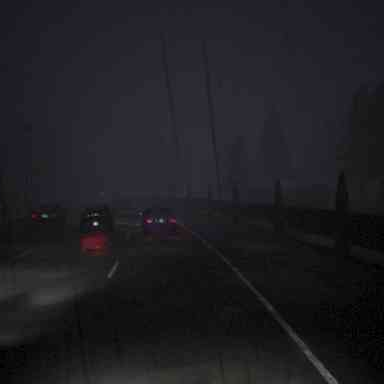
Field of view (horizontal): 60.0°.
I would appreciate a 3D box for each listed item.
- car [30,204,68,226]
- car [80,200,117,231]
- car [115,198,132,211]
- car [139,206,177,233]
[{"bbox_3d":[-10.006,1.568,23.562,2.033,1.411,5.357,0,0,-14],"label":"car"},{"bbox_3d":[-5.903,1.515,21.039,1.837,1.490,4.892,0,0,-12],"label":"car"},{"bbox_3d":[-8.838,1.491,41.790,1.882,1.535,5.008,0,0,-22],"label":"car"},{"bbox_3d":[-2.058,1.549,19.736,2.033,1.411,5.357,0,0,-11],"label":"car"}]
